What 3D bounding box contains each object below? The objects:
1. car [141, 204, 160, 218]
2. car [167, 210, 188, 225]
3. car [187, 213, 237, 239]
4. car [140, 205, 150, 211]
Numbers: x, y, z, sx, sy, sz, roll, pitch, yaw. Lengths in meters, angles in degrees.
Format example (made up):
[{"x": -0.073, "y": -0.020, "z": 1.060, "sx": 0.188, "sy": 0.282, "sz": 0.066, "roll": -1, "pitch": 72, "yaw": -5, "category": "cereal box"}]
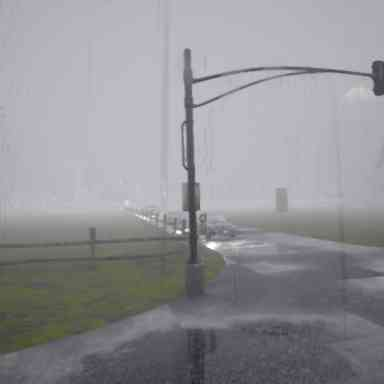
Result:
[{"x": -6.339, "y": 2.871, "z": 52.163, "sx": 2.150, "sy": 2.045, "sz": 5.566, "roll": -1, "pitch": -2, "yaw": -14, "category": "car"}, {"x": -1.213, "y": 2.443, "z": 31.665, "sx": 2.128, "sy": 1.511, "sz": 4.902, "roll": -1, "pitch": -1, "yaw": -14, "category": "car"}, {"x": 1.331, "y": 2.133, "z": 21.625, "sx": 1.812, "sy": 1.442, "sz": 4.674, "roll": -1, "pitch": -2, "yaw": -15, "category": "car"}, {"x": -12.414, "y": 4.223, "z": 87.545, "sx": 1.895, "sy": 1.301, "sz": 4.718, "roll": -1, "pitch": -2, "yaw": -14, "category": "car"}]
